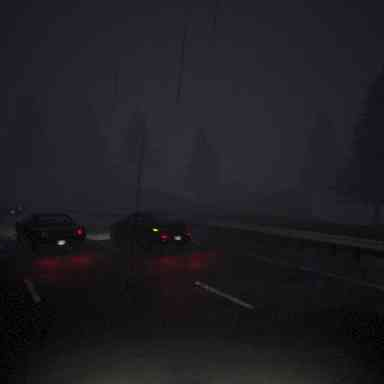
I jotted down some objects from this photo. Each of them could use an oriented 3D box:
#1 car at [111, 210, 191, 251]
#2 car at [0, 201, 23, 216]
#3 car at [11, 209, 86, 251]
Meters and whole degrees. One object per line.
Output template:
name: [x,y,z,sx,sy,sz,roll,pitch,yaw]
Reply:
car: [-1.846,1.496,14.028,1.812,1.442,4.674,0,0,-35]
car: [-17.936,1.523,31.473,4.718,1.301,1.895,0,0,40]
car: [-6.154,1.567,14.104,1.895,1.301,4.718,0,0,-36]
